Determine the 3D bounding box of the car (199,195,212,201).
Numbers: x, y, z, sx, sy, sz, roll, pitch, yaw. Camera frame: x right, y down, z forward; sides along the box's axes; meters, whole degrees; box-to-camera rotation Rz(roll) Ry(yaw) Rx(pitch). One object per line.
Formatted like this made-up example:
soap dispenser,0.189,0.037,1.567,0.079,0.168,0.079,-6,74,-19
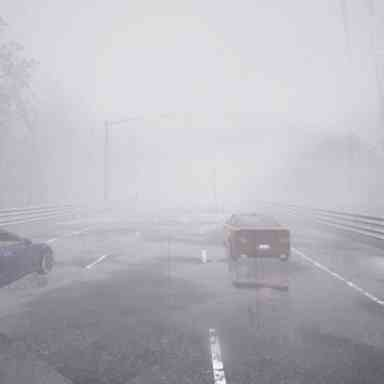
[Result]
car,3.467,1.676,85.835,1.895,1.301,4.718,0,0,7

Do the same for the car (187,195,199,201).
car,-0.063,1.621,85.755,2.033,1.411,5.357,0,0,7

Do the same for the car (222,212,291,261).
car,2.200,1.481,12.401,1.882,1.535,5.008,0,0,1

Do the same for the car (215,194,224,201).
car,7.028,1.437,86.204,2.097,1.767,4.553,0,0,7

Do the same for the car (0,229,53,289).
car,-4.871,1.528,7.528,1.812,1.442,4.674,0,0,1
